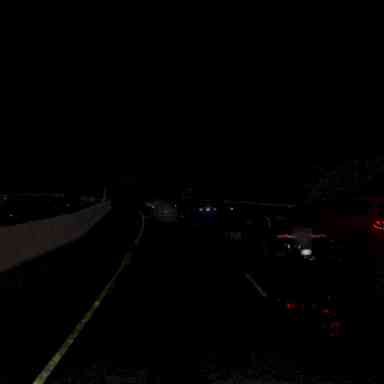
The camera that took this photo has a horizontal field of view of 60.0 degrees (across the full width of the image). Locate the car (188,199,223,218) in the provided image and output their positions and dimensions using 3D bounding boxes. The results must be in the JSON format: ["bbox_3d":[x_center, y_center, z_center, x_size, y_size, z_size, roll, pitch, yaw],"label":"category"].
[{"bbox_3d":[0.905,1.504,30.235,2.033,1.411,5.357,0,0,-10],"label":"car"}]

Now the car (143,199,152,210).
[{"bbox_3d":[-5.249,1.549,42.622,1.895,1.301,4.718,0,0,-13],"label":"car"}]

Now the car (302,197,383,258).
[{"bbox_3d":[6.520,1.194,12.834,2.150,2.045,5.566,0,0,-4],"label":"car"}]

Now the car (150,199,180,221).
[{"bbox_3d":[-2.129,1.529,26.802,1.994,1.385,4.181,0,0,-8],"label":"car"}]

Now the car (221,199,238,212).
[{"bbox_3d":[3.498,1.471,35.316,1.812,1.442,4.674,0,0,-11],"label":"car"}]

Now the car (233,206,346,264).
[{"bbox_3d":[3.066,1.470,11.781,2.128,1.511,4.902,0,0,-4],"label":"car"}]

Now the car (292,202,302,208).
[{"bbox_3d":[8.764,1.457,24.827,1.837,1.490,4.892,0,0,-7],"label":"car"}]
